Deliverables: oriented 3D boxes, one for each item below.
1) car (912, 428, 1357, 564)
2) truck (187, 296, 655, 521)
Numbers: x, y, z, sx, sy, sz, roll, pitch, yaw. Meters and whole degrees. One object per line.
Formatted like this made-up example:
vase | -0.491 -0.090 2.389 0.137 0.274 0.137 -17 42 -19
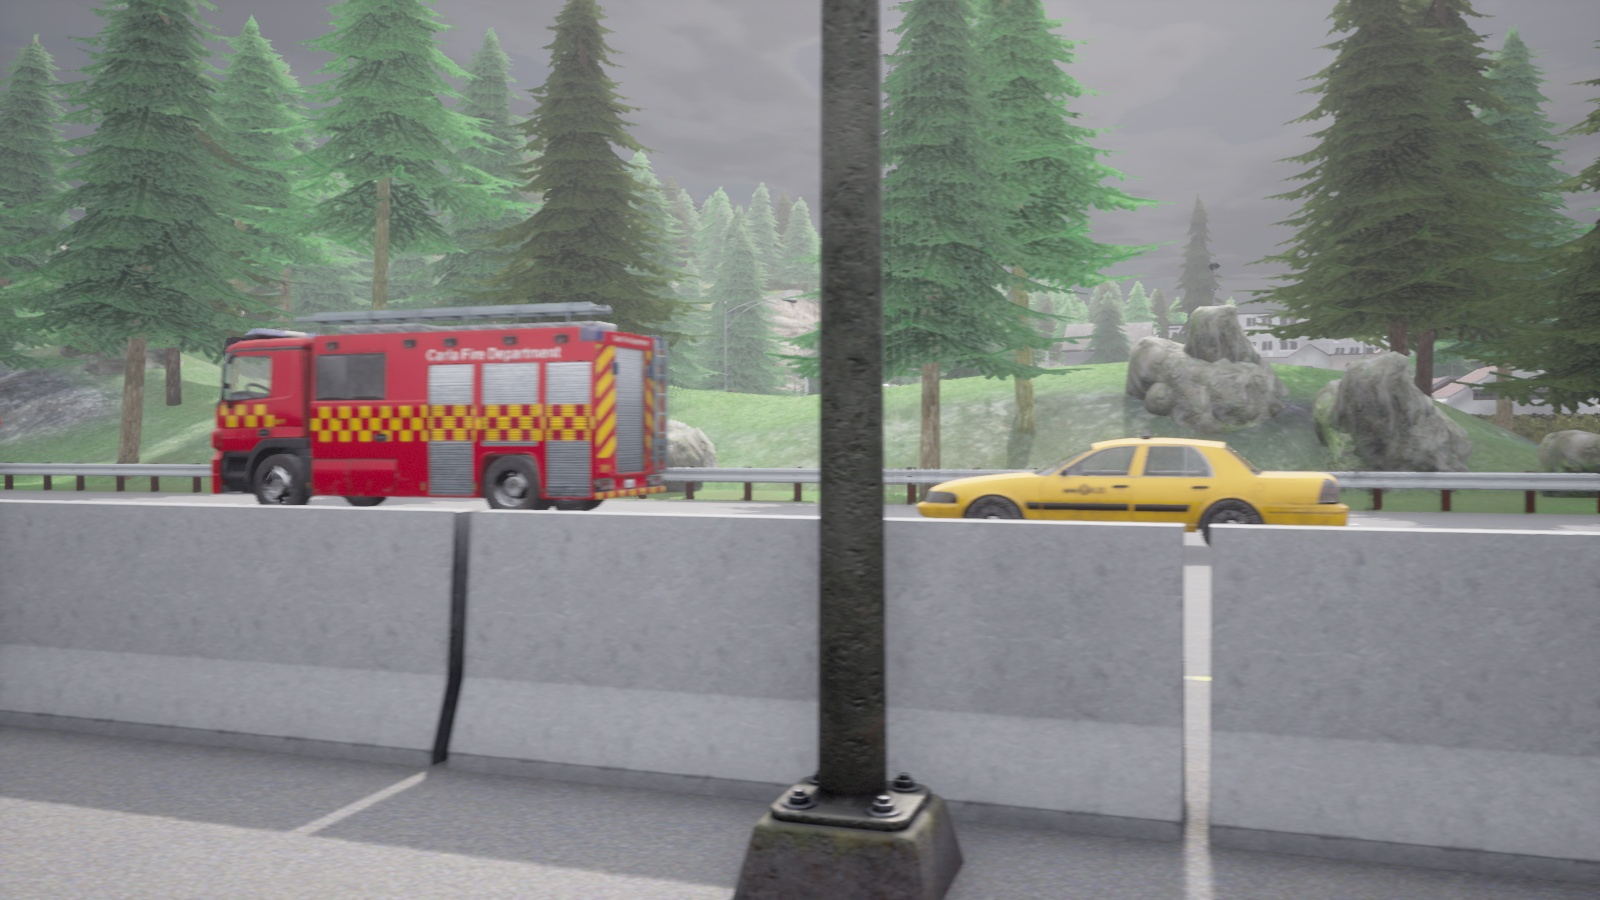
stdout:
car | 4.305 0.518 16.514 5.366 1.575 1.801 1 1 19
truck | -7.262 -0.752 24.083 8.468 3.827 2.891 0 1 19
